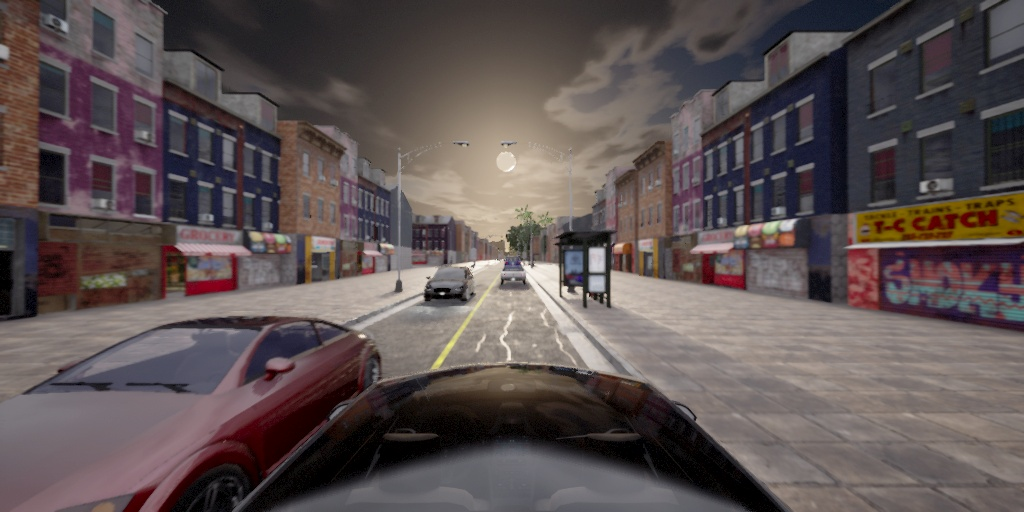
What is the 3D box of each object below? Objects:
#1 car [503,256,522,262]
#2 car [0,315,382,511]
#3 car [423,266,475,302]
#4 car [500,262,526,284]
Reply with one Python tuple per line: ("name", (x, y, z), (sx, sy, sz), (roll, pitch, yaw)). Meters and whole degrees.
("car", (0.084, 1.007, 45.369), (2.150, 2.045, 5.566), (0, 0, 0))
("car", (-2.836, 1.314, 3.439), (1.994, 1.385, 4.181), (0, 0, 0))
("car", (-2.835, 1.257, 17.033), (1.837, 1.490, 4.892), (0, 1, 0))
("car", (0.089, 1.365, 27.469), (1.895, 1.301, 4.718), (0, 0, 0))
